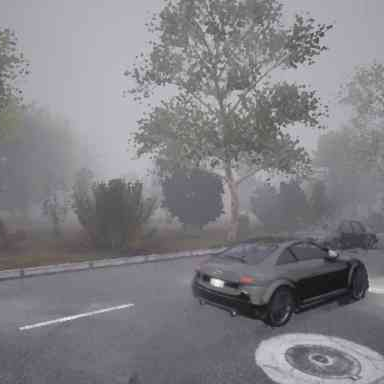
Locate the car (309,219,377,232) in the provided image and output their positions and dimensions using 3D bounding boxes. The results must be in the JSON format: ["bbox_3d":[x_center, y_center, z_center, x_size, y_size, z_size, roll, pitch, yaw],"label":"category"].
[{"bbox_3d":[6.478,1.947,15.047,5.357,1.411,2.033,2,-2,-38],"label":"car"}]

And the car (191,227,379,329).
[{"bbox_3d":[2.021,1.651,7.171,4.181,1.385,1.994,2,-2,-38],"label":"car"}]
